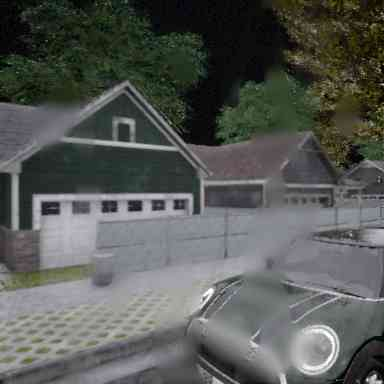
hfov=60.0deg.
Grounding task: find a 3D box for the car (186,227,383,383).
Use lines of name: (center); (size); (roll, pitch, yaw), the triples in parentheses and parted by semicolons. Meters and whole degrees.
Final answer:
car: (2.128, 1.349, 4.589); (4.553, 1.767, 2.097); (0, 0, -35)
